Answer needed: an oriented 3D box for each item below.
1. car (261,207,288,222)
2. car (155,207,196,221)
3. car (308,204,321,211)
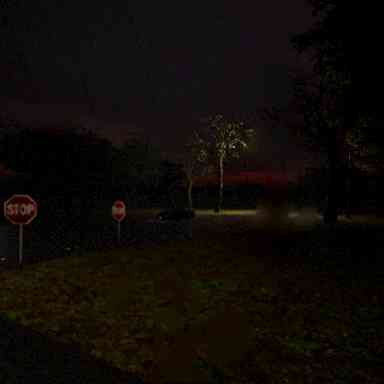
[{"bbox_3d":[10.436,2.686,41.742,2.097,1.767,4.553,2,-1,36],"label":"car"},{"bbox_3d":[-1.713,2.400,36.790,2.033,1.411,5.357,2,-1,36],"label":"car"},{"bbox_3d":[29.898,3.714,80.984,2.097,1.767,4.553,2,-1,36],"label":"car"}]
